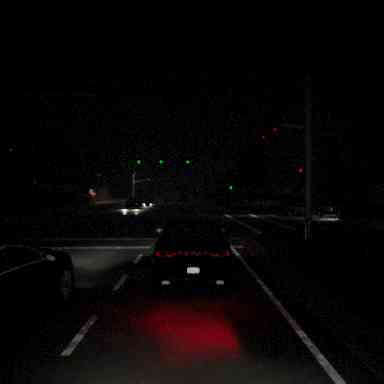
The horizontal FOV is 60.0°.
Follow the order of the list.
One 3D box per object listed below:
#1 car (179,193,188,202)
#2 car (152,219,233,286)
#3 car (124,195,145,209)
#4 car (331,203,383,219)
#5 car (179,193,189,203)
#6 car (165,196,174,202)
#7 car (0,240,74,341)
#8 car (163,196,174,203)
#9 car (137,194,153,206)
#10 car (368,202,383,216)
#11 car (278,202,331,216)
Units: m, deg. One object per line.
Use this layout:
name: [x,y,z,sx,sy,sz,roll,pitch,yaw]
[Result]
car: [-2.155,1.370,84.904,2.150,2.045,5.566,0,0,-1]
car: [-0.014,1.494,9.493,1.882,1.535,5.008,0,0,-1]
car: [-8.291,1.558,47.046,1.882,1.535,5.008,0,0,-1]
car: [14.771,1.613,28.882,4.181,1.385,1.994,0,0,-2]
car: [-1.876,1.352,74.171,2.150,2.045,5.566,0,0,-1]
car: [-5.661,1.685,85.106,2.033,1.411,5.357,0,0,-1]
car: [-3.466,1.502,5.287,2.128,1.511,4.902,0,0,0]
car: [-5.394,1.651,74.798,2.128,1.511,4.902,0,0,-1]
car: [-8.526,1.319,57.031,2.150,2.045,5.566,0,0,-1]
car: [20.034,1.657,32.531,4.718,1.301,1.895,0,0,-2]
car: [10.876,1.656,32.273,4.718,1.301,1.895,0,0,-2]
